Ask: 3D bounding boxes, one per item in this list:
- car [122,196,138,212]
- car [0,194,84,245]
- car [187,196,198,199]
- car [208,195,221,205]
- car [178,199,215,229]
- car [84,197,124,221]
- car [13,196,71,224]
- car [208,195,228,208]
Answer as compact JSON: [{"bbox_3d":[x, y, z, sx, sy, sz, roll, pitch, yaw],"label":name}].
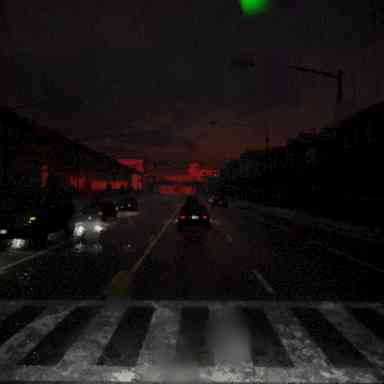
[{"bbox_3d":[-7.001,1.267,35.769,1.837,1.490,4.892,0,0,0],"label":"car"},{"bbox_3d":[-7.088,1.120,15.262,2.150,2.045,5.566,0,0,0],"label":"car"},{"bbox_3d":[0.015,1.259,43.542,2.033,1.411,5.357,0,0,0],"label":"car"},{"bbox_3d":[3.499,1.177,52.495,1.812,1.442,4.674,0,0,0],"label":"car"},{"bbox_3d":[0.100,1.411,20.397,2.033,1.411,5.357,0,0,0],"label":"car"},{"bbox_3d":[-7.012,1.378,25.506,2.033,1.411,5.357,0,0,0],"label":"car"},{"bbox_3d":[-10.527,1.194,23.783,2.097,1.767,4.553,0,0,0],"label":"car"},{"bbox_3d":[3.501,1.278,42.555,1.994,1.385,4.181,0,0,0],"label":"car"}]
